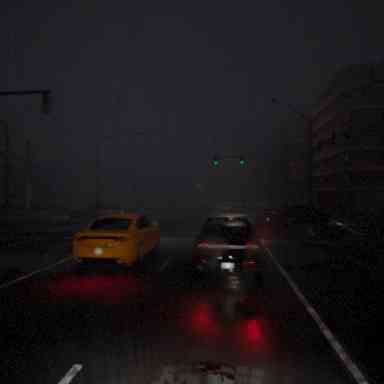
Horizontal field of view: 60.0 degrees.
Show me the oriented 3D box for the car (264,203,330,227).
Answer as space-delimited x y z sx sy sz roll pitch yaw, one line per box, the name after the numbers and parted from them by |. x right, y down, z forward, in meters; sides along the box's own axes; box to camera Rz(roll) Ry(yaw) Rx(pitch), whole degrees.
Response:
7.229 1.547 22.918 4.892 1.490 1.837 0 -3 -24 | car

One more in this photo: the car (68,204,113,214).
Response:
-7.642 1.581 26.356 4.718 1.301 1.895 0 0 33 | car

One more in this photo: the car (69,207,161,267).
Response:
-2.353 1.486 11.597 1.882 1.535 5.008 0 0 5 | car

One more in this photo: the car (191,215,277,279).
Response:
1.059 1.509 10.177 2.128 1.511 4.902 0 0 5 | car
